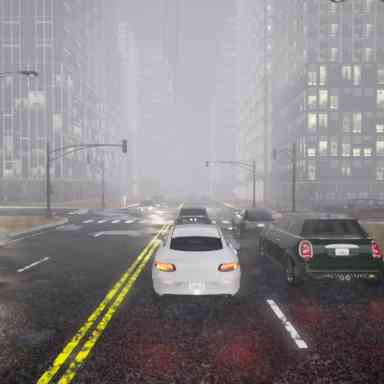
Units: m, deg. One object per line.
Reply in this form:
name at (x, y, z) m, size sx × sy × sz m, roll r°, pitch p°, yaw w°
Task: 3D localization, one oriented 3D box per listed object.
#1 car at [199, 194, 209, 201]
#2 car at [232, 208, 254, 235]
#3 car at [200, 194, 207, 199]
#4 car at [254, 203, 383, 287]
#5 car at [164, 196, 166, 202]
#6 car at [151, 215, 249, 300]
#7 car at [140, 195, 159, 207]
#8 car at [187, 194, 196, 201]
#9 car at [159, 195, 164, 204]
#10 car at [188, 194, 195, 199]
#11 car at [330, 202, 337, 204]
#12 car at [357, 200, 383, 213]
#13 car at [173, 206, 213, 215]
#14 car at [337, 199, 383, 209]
car at (3.061, 1.392, 80.400) m, size 1.882 × 1.535 × 5.008 m, roll 0°, pitch 0°, yaw 0°
car at (3.307, 1.554, 17.890) m, size 1.994 × 1.385 × 4.181 m, roll 0°, pitch 0°, yaw 0°
car at (3.036, 1.262, 90.817) m, size 1.812 × 1.442 × 4.674 m, roll 0°, pitch 0°, yaw 0°
car at (3.329, 1.348, 9.504) m, size 2.097 × 1.767 × 4.553 m, roll 0°, pitch 0°, yaw 0°
car at (-6.670, 1.414, 71.520) m, size 1.882 × 1.535 × 5.008 m, roll 0°, pitch 0°, yaw 0°
car at (0.083, 1.522, 8.228) m, size 1.812 × 1.442 × 4.674 m, roll 0°, pitch 0°, yaw 0°
car at (-6.710, 1.526, 50.821) m, size 1.994 × 1.385 × 4.181 m, roll 0°, pitch 0°, yaw 0°
car at (-0.189, 1.414, 80.393) m, size 1.837 × 1.490 × 4.892 m, roll 0°, pitch 0°, yaw 0°
car at (-6.712, 1.427, 61.145) m, size 1.882 × 1.535 × 5.008 m, roll 0°, pitch 0°, yaw 1°
car at (-0.215, 1.216, 90.810) m, size 1.882 × 1.535 × 5.008 m, roll 0°, pitch 0°, yaw 0°
car at (15.072, 1.700, 35.427) m, size 4.718 × 1.301 × 1.895 m, roll 0°, pitch 1°, yaw 0°
car at (21.721, 1.641, 37.941) m, size 4.829 × 1.417 × 1.752 m, roll 1°, pitch 0°, yaw 1°
car at (0.059, 1.495, 17.477) m, size 1.837 × 1.490 × 4.892 m, roll 0°, pitch 0°, yaw 0°
car at (16.132, 1.518, 29.641) m, size 5.009 × 1.841 × 2.192 m, roll 1°, pitch 0°, yaw 1°
